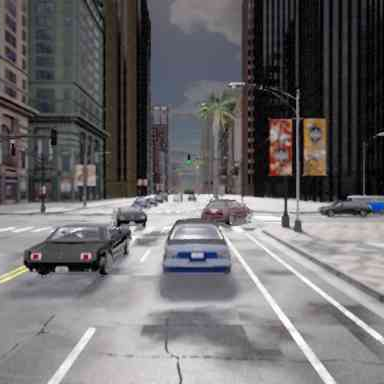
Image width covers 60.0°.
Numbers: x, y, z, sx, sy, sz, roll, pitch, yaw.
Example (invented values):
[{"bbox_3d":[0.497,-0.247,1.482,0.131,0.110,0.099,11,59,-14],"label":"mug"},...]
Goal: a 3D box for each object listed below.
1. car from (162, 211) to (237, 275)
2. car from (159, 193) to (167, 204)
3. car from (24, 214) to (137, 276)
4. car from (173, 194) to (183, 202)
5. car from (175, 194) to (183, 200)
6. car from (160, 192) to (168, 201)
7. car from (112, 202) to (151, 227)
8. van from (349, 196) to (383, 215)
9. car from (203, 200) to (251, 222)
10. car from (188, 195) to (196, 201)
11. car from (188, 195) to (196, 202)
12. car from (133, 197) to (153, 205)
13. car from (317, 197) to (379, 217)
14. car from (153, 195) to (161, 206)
[{"bbox_3d":[0.101,1.533,10.334,2.033,1.411,5.357,0,0,-1],"label":"car"},{"bbox_3d":[-6.503,1.394,63.657,1.882,1.535,5.008,0,0,0],"label":"car"},{"bbox_3d":[-3.149,1.587,10.289,1.895,1.301,4.718,0,0,0],"label":"car"},{"bbox_3d":[-3.253,1.419,74.904,1.812,1.442,4.674,0,0,0],"label":"car"},{"bbox_3d":[-3.253,1.200,84.907,1.882,1.535,5.008,0,0,0],"label":"car"},{"bbox_3d":[-6.503,1.127,74.269,2.150,2.045,5.566,0,0,0],"label":"car"},{"bbox_3d":[-4.293,1.571,22.204,1.895,1.301,4.718,0,0,-18],"label":"car"},{"bbox_3d":[17.065,1.269,32.634,3.998,1.788,1.690,0,0,0],"label":"van"},{"bbox_3d":[2.552,1.319,23.728,2.097,1.767,4.553,1,0,31],"label":"car"},{"bbox_3d":[-0.003,1.428,85.978,2.033,1.411,5.357,0,0,0],"label":"car"},{"bbox_3d":[-0.003,1.425,75.757,1.812,1.442,4.674,0,0,0],"label":"car"},{"bbox_3d":[-6.586,1.468,43.428,1.812,1.442,4.674,0,0,-1],"label":"car"},{"bbox_3d":[13.737,1.467,29.969,4.674,1.442,1.812,0,0,2],"label":"car"},{"bbox_3d":[-6.588,1.493,53.434,1.994,1.385,4.181,0,0,0],"label":"car"}]
